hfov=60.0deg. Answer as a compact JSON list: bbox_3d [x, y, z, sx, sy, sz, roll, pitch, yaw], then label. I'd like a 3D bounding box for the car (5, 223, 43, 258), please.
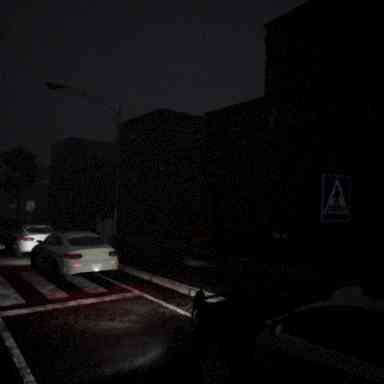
[{"bbox_3d":[-7.698,2.220,16.025,1.812,1.442,4.674,3,-4,-37],"label":"car"}]

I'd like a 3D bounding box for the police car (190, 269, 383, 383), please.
[{"bbox_3d":[1.901,1.624,3.351,1.930,1.638,5.238,3,-3,-37],"label":"police car"}]

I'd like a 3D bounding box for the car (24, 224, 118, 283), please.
[{"bbox_3d":[-4.078,2.012,11.238,1.812,1.442,4.674,3,-4,-37],"label":"car"}]
